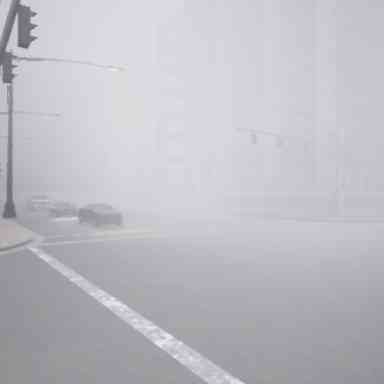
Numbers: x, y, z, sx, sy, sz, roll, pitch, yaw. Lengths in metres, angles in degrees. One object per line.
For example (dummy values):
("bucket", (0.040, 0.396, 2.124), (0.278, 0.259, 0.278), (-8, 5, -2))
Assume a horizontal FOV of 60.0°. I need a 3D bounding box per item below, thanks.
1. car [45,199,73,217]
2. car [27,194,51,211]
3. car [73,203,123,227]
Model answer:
("car", (-12.187, 1.626, 31.635), (1.994, 1.385, 4.181), (1, 0, -35))
("car", (-19.023, 1.283, 41.432), (2.150, 2.045, 5.566), (1, 0, -35))
("car", (-6.551, 1.539, 23.607), (1.882, 1.535, 5.008), (1, 0, -35))
